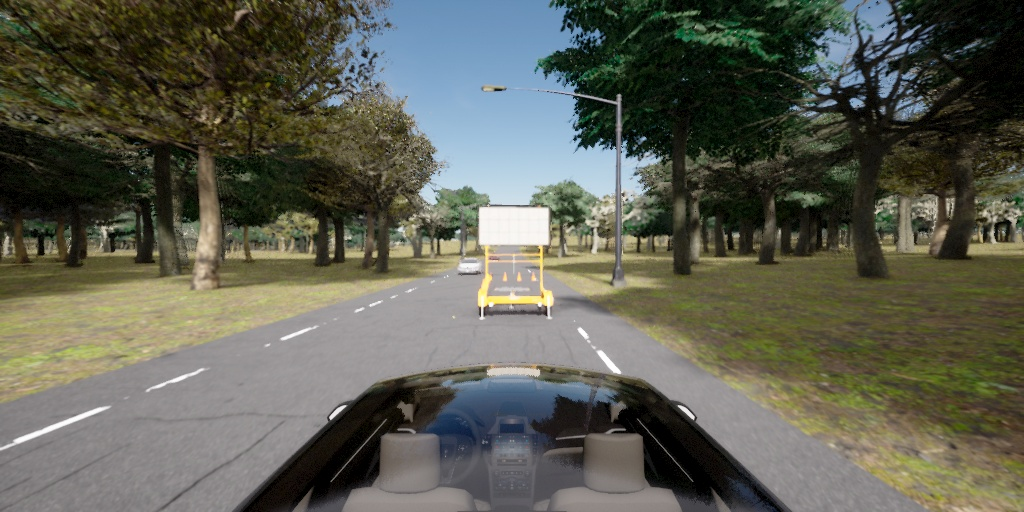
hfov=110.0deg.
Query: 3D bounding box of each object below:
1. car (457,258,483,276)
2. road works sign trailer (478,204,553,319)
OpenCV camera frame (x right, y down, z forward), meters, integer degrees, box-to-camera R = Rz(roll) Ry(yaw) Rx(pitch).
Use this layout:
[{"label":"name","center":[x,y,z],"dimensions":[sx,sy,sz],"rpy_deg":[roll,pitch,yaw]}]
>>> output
[{"label":"car","center":[-3.589,0.888,31.396],"dimensions":[1.812,1.442,4.674],"rpy_deg":[0,1,0]},{"label":"road works sign trailer","center":[0.066,0.072,12.108],"dimensions":[2.380,3.560,2.880],"rpy_deg":[0,0,-2]}]
